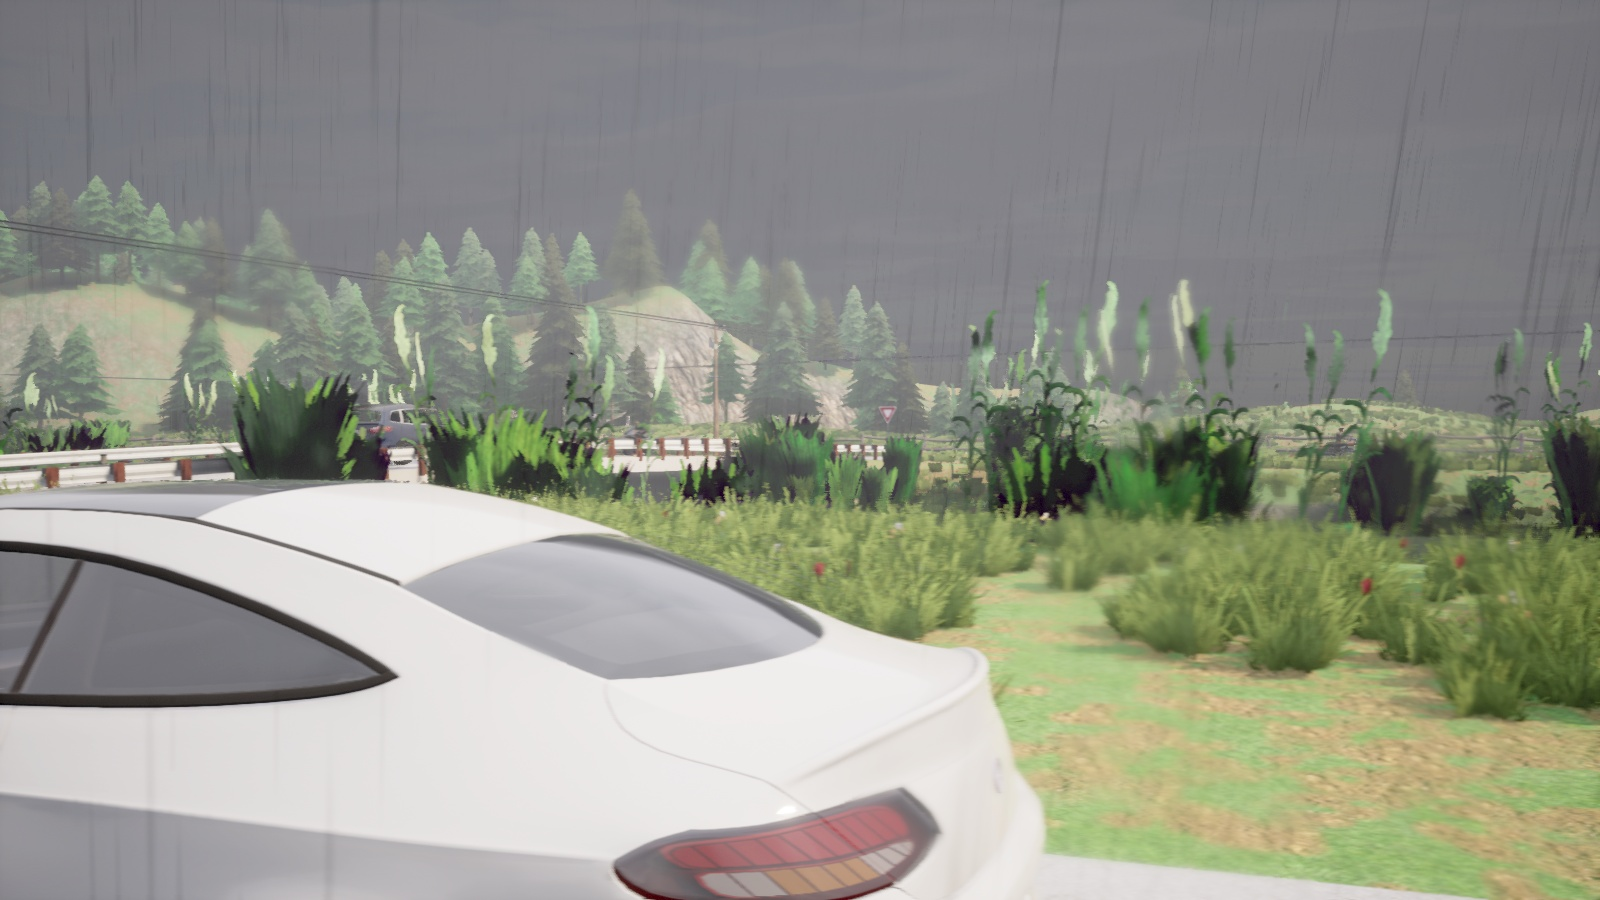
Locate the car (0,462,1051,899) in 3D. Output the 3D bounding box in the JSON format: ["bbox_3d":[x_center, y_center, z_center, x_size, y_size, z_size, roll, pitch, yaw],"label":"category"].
[{"bbox_3d":[-1.811,0.791,3.382,4.674,1.442,1.812,1,1,19],"label":"car"}]

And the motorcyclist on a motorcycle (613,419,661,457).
[{"bbox_3d":[-6.745,-0.487,51.957,0.866,1.530,2.191,1,-1,26],"label":"motorcyclist on a motorcycle"}]

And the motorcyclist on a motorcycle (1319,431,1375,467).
[{"bbox_3d":[25.335,-0.060,58.203,2.350,1.649,0.766,1,1,24],"label":"motorcyclist on a motorcycle"}]

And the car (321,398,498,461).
[{"bbox_3d":[-10.941,-0.622,35.570,2.242,1.667,4.611,1,2,25],"label":"car"}]
